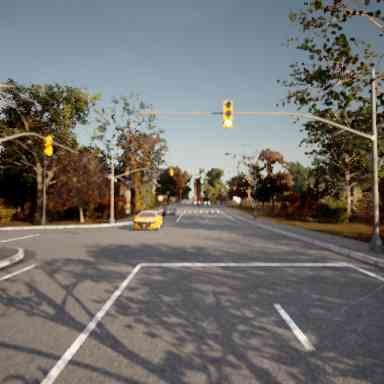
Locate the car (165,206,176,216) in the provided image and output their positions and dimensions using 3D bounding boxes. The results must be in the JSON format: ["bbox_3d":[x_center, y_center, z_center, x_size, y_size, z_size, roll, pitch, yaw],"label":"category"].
[{"bbox_3d":[-3.423,2.856,50.970,2.128,1.511,4.902,0,-1,0],"label":"car"}]

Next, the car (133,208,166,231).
[{"bbox_3d":[-3.483,2.259,26.799,1.882,1.535,5.008,0,-2,0],"label":"car"}]
